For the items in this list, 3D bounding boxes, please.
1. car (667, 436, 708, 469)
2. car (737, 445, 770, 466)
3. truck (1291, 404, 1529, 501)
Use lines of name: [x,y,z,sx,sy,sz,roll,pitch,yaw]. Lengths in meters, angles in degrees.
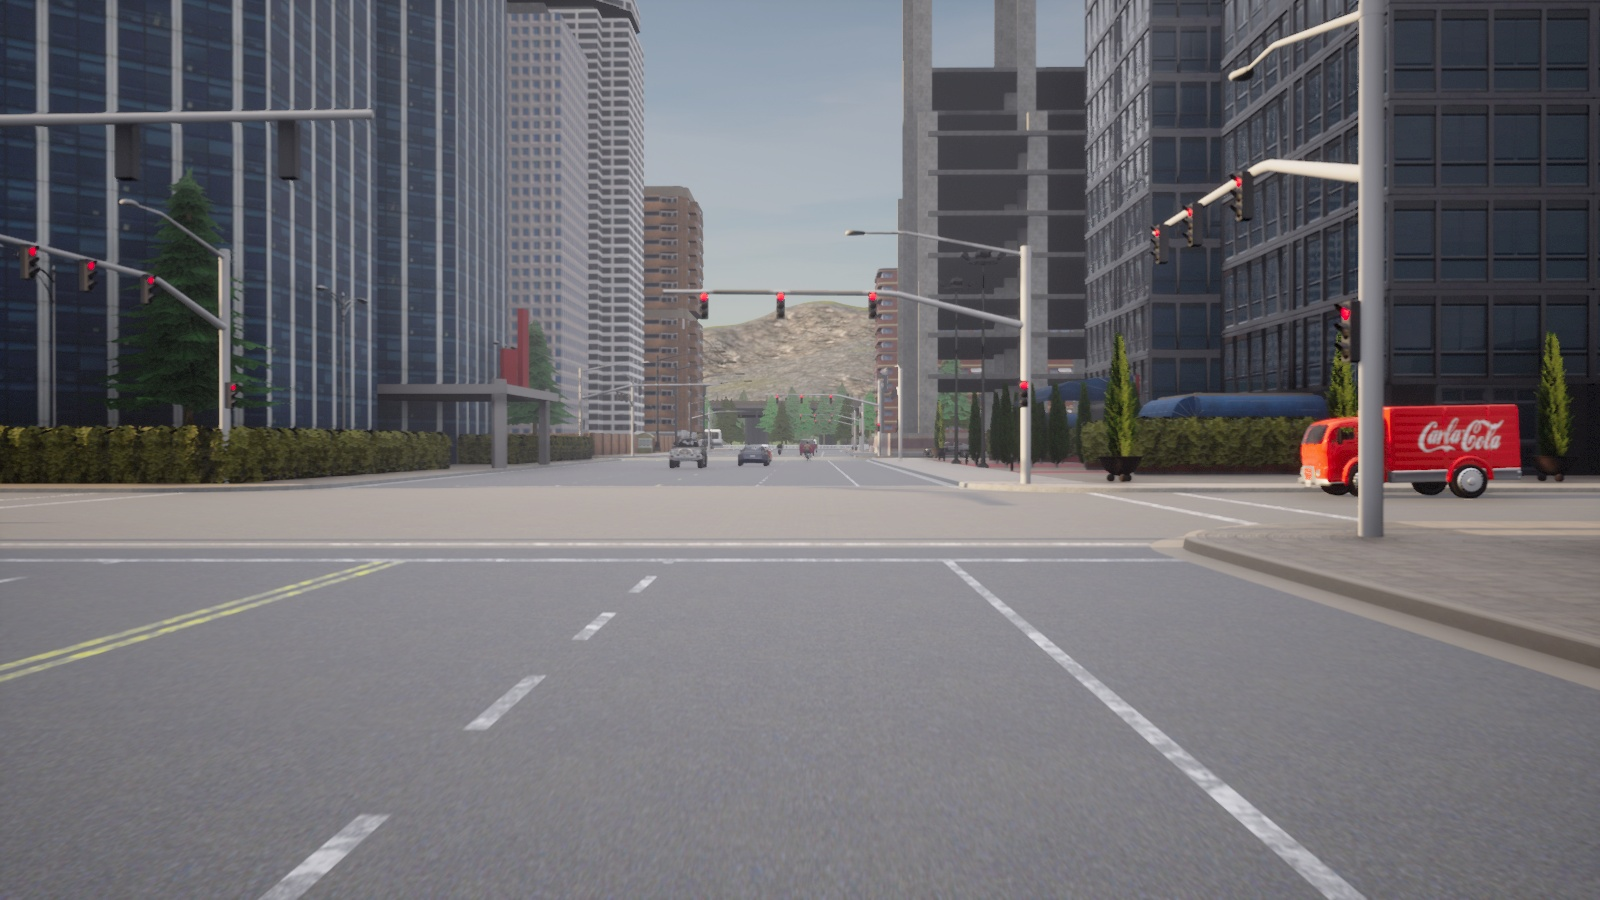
car: [-6.561,0.143,73.657,1.932,1.855,4.605,0,0,0]
car: [-3.012,0.345,82.162,1.994,1.385,4.181,0,0,0]
truck: [16.552,0.065,34.347,5.204,2.467,2.627,-1,0,1]
